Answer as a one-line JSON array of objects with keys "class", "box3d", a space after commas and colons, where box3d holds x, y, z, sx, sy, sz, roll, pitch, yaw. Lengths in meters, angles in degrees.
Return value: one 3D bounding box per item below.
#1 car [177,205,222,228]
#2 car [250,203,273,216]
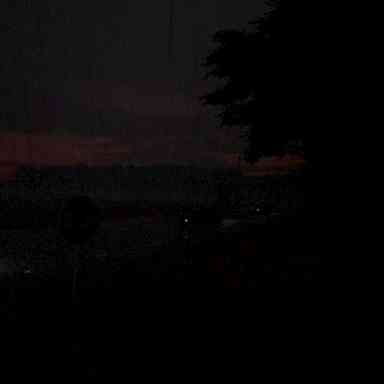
[{"class": "car", "box3d": [0.721, 1.750, 24.557, 2.128, 1.511, 4.902, 3, 0, 27]}, {"class": "car", "box3d": [8.546, 2.091, 40.663, 1.994, 1.385, 4.181, 3, 0, 25]}]
